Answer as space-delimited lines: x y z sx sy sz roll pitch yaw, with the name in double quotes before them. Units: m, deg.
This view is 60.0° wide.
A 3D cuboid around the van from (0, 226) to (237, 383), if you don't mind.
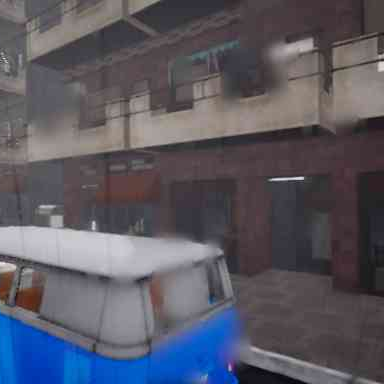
"van" -1.464 1.357 3.769 3.998 1.788 1.690 0 -1 35
